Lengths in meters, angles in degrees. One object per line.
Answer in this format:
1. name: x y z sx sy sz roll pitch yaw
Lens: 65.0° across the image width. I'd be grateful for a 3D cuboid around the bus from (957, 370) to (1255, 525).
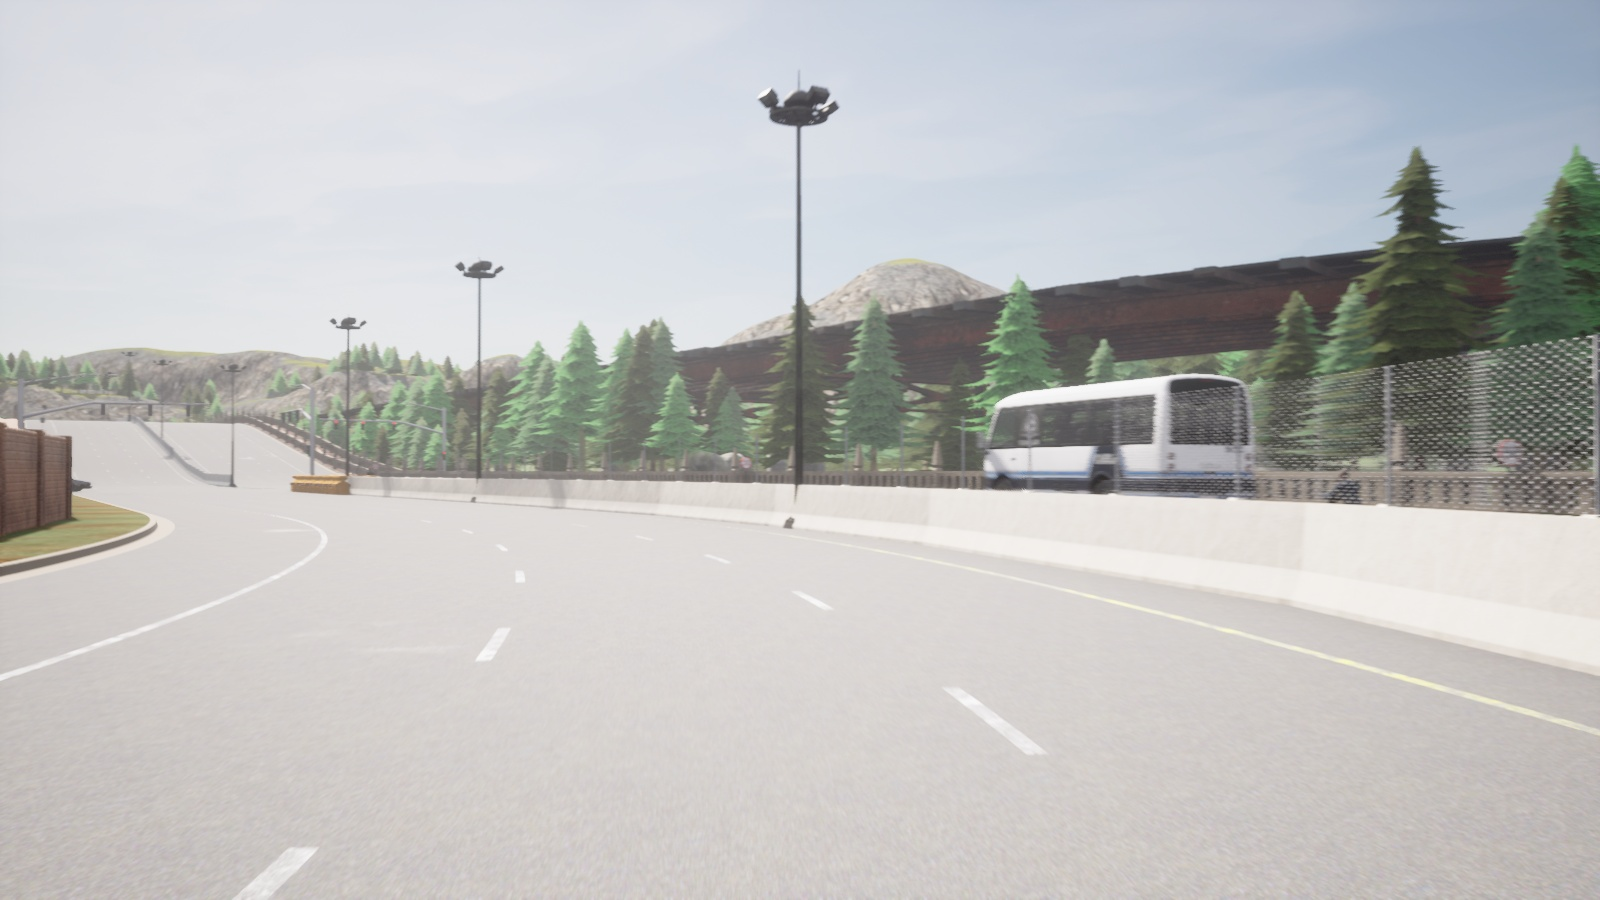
1. bus: 9.220 0.028 39.807 3.944 4.253 10.273 0 -1 -21
